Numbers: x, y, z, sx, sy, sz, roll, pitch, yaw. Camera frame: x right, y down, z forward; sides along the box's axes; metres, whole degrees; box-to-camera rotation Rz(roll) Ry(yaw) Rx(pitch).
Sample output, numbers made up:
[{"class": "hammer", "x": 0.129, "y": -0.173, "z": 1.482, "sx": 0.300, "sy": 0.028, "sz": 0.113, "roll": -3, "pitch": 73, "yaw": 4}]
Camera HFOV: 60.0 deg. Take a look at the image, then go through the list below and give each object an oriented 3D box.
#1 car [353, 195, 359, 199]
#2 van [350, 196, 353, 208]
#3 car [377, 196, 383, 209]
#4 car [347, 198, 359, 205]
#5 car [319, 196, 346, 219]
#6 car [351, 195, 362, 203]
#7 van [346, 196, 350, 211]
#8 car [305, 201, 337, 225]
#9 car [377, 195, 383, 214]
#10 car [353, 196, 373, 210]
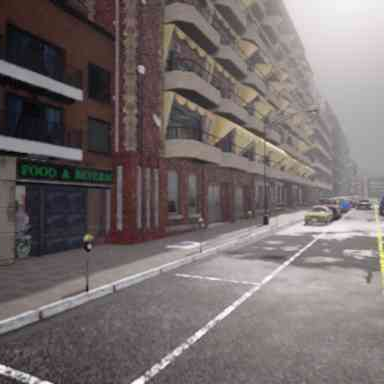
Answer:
[{"class": "car", "x": 25.828, "y": 1.589, "z": 55.063, "sx": 2.192, "sy": 1.841, "sz": 5.009, "roll": 0, "pitch": 0, "yaw": 29}, {"class": "van", "x": 20.534, "y": 1.566, "z": 45.352, "sx": 1.690, "sy": 1.788, "sz": 3.998, "roll": 0, "pitch": 0, "yaw": 29}, {"class": "car", "x": 27.993, "y": 1.487, "z": 47.980, "sx": 2.097, "sy": 1.767, "sz": 4.553, "roll": -1, "pitch": -1, "yaw": 29}, {"class": "car", "x": 33.768, "y": 1.924, "z": 69.631, "sx": 1.947, "sy": 1.339, "sz": 4.313, "roll": 0, "pitch": 0, "yaw": 29}, {"class": "car", "x": 12.595, "y": 1.479, "z": 30.784, "sx": 2.192, "sy": 1.841, "sz": 5.009, "roll": 0, "pitch": 0, "yaw": 29}, {"class": "car", "x": 41.709, "y": 1.774, "z": 84.198, "sx": 2.192, "sy": 1.841, "sz": 5.009, "roll": 0, "pitch": 0, "yaw": 29}, {"class": "van", "x": 17.887, "y": 1.543, "z": 40.494, "sx": 1.690, "sy": 1.788, "sz": 3.998, "roll": 0, "pitch": 0, "yaw": 29}, {"class": "car", "x": 9.865, "y": 1.672, "z": 25.778, "sx": 1.752, "sy": 1.417, "sz": 4.829, "roll": 0, "pitch": 0, "yaw": 29}, {"class": "car", "x": 21.228, "y": 1.300, "z": 35.556, "sx": 2.150, "sy": 2.045, "sz": 5.566, "roll": -1, "pitch": -1, "yaw": 29}, {"class": "car", "x": 23.735, "y": 1.682, "z": 45.911, "sx": 1.837, "sy": 1.490, "sz": 4.892, "roll": -1, "pitch": -1, "yaw": 29}]
